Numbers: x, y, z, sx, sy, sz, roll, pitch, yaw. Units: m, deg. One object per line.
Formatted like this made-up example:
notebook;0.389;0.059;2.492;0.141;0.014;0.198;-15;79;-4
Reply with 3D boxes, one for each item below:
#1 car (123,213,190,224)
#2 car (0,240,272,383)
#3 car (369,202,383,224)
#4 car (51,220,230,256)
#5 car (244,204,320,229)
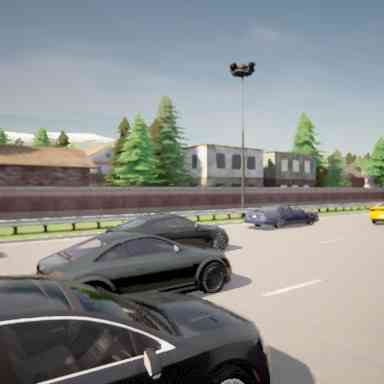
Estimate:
car;-0.793;1.487;11.776;4.674;1.442;1.812;0;0;-36
car;-1.426;1.503;2.729;4.892;1.490;1.837;0;0;-35
car;13.799;1.328;22.182;5.008;1.535;1.882;0;0;-35
car;-1.116;1.544;7.249;4.181;1.385;1.994;0;0;-35
car;5.650;1.444;20.669;5.357;1.411;2.033;0;0;-35
